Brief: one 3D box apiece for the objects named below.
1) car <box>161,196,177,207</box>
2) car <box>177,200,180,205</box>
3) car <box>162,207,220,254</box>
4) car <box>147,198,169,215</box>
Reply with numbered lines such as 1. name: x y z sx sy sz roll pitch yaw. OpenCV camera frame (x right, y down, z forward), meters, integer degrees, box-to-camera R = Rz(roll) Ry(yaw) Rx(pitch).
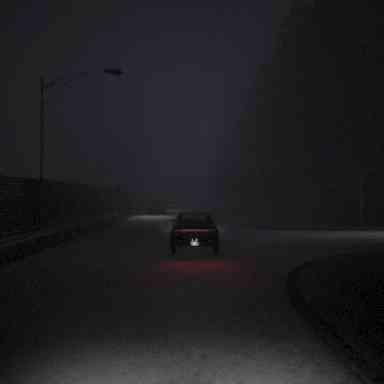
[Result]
1. car: -4.045 1.629 53.132 2.150 2.045 5.566 0 -1 0
2. car: -3.740 2.076 67.657 1.994 1.385 4.181 0 0 13
3. car: 0.100 1.600 14.074 2.128 1.511 4.902 0 0 0
4. car: -4.081 1.776 39.022 1.882 1.535 5.008 0 0 0
